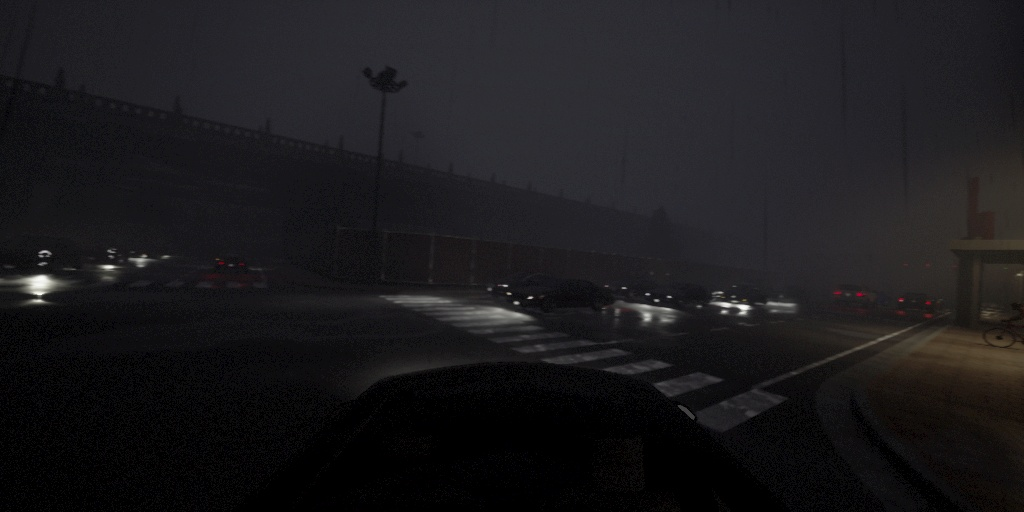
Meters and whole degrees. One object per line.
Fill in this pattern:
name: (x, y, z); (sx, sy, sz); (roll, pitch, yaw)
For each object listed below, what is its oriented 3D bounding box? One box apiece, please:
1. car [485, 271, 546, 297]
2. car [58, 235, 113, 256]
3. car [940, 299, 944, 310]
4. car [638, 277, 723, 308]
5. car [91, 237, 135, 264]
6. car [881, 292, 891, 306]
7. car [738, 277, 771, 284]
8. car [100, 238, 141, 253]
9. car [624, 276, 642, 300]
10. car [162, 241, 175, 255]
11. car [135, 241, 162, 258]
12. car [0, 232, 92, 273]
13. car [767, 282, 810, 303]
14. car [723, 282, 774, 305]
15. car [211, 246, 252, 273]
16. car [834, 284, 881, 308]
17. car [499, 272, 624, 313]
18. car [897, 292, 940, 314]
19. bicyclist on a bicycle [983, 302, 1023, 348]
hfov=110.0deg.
car: (0.881, 1.553, 19.242); (4.902, 1.511, 2.128); (5, -1, -36)
car: (-37.698, -0.929, 31.878); (1.882, 1.535, 5.008); (5, -1, -36)
car: (43.680, 4.903, 37.672); (4.181, 1.385, 1.994); (5, -1, -36)
car: (10.361, 2.313, 21.895); (5.357, 1.411, 2.033); (5, -1, -36)
car: (-28.025, -0.485, 24.538); (2.097, 1.767, 4.553); (5, -1, -38)
car: (40.039, 4.586, 39.440); (5.008, 1.535, 1.882); (5, -1, -36)
car: (24.923, 3.232, 37.004); (5.566, 2.045, 2.150); (5, -1, -36)
car: (-43.858, -1.168, 40.292); (2.033, 1.411, 5.357); (5, -1, -36)
car: (8.431, 2.165, 24.816); (4.902, 1.511, 2.128); (5, -1, -36)
car: (-39.873, -0.951, 40.781); (1.882, 1.535, 5.008); (5, -1, -36)
car: (-33.930, -0.567, 32.628); (1.994, 1.385, 4.181); (5, -1, -36)
car: (-22.341, -0.199, 16.853); (2.097, 1.767, 4.553); (5, -1, -36)
car: (26.217, 3.544, 33.628); (4.902, 1.511, 2.128); (5, -1, -36)
car: (17.884, 2.941, 27.469); (4.181, 1.385, 1.994); (5, -1, -36)
car: (-19.024, 0.321, 24.453); (1.812, 1.442, 4.674); (5, -1, -36)
car: (32.145, 3.688, 33.511); (5.566, 2.045, 2.150); (5, -1, -36)
car: (2.326, 1.661, 15.929); (5.357, 1.411, 2.033); (5, -1, -36)
car: (36.770, 4.129, 32.532); (4.553, 1.767, 2.097); (5, -1, -37)
bicyclist on a bicycle: (17.385, 2.416, 12.181); (0.582, 1.620, 1.656); (5, -1, -36)
